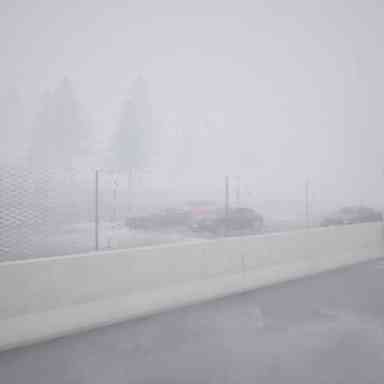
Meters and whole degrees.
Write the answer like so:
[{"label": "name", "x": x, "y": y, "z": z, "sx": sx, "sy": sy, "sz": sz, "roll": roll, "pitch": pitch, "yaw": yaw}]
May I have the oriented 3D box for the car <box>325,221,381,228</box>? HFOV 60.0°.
[{"label": "car", "x": 10.222, "y": 1.603, "z": 21.045, "sx": 5.357, "sy": 1.411, "sz": 2.033, "roll": 0, "pitch": 0, "yaw": -41}]
